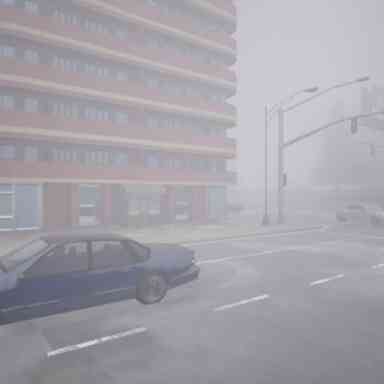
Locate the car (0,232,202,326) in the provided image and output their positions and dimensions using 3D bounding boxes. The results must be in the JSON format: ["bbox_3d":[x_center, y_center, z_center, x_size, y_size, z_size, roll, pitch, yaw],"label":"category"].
[{"bbox_3d":[-2.370,1.547,6.543,5.357,1.411,2.033,0,0,-35],"label":"car"}]

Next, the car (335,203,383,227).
[{"bbox_3d":[12.054,1.524,23.044,1.812,1.442,4.674,0,0,-19],"label":"car"}]

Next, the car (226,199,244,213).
[{"bbox_3d":[3.507,1.476,36.529,1.882,1.535,5.008,0,0,-36],"label":"car"}]
